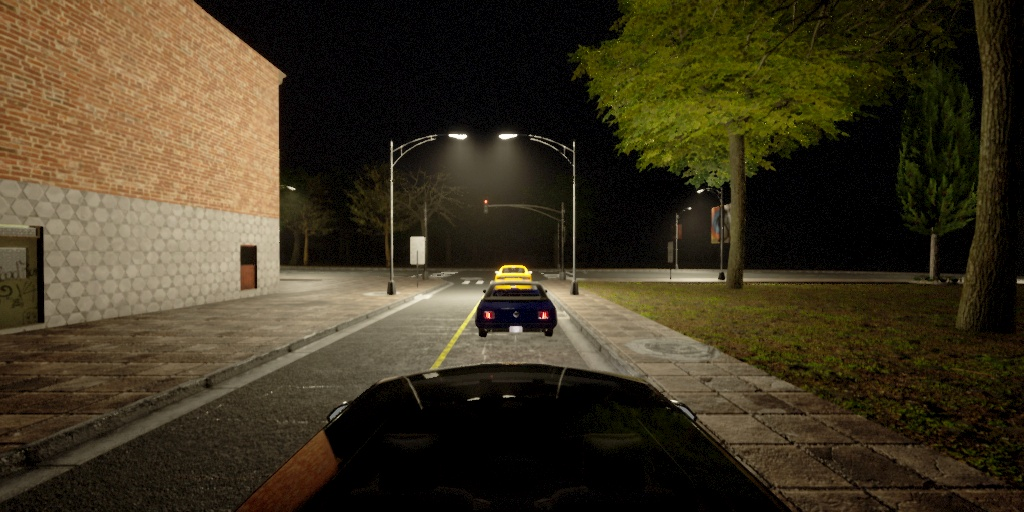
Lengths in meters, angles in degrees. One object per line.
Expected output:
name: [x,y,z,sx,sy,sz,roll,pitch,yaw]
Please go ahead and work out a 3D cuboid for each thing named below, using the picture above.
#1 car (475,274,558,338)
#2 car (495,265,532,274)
car: [0.093,1.353,10.230,1.895,1.301,4.718,0,0,0]
car: [0.089,1.249,19.574,1.882,1.535,5.008,0,0,1]
